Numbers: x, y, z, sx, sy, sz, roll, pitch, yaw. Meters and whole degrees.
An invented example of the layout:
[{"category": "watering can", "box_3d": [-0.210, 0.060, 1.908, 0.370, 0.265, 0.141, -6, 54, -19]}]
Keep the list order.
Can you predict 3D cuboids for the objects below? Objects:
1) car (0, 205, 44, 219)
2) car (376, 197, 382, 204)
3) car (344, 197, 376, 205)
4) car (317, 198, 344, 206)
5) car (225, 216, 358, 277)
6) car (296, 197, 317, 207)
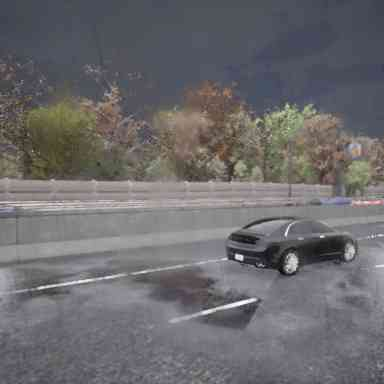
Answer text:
[{"category": "car", "box_3d": [-12.238, 1.548, 21.059, 5.357, 1.411, 2.033, 0, 0, -36]}, {"category": "car", "box_3d": [23.445, 1.377, 37.889, 4.553, 1.767, 2.097, 0, 0, -35]}, {"category": "car", "box_3d": [21.144, 1.377, 40.547, 4.553, 1.767, 2.097, 0, 0, -35]}, {"category": "car", "box_3d": [18.912, 1.503, 43.253, 5.008, 1.535, 1.882, 0, 0, -35]}, {"category": "car", "box_3d": [3.244, 1.508, 10.358, 4.892, 1.490, 1.837, 0, 0, -35]}, {"category": "car", "box_3d": [16.331, 1.532, 45.710, 4.892, 1.490, 1.837, 1, 0, -35]}]
